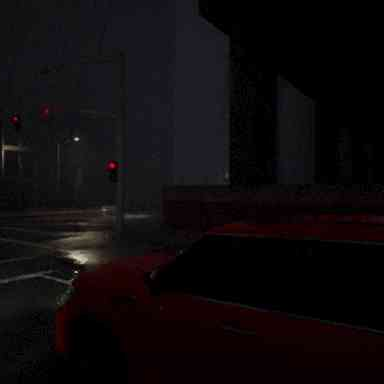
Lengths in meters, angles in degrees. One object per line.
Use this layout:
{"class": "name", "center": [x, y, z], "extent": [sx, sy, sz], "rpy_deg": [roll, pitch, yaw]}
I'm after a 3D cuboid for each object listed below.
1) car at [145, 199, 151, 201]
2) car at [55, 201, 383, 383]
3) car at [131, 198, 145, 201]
{"class": "car", "center": [-2.306, 1.500, 35.504], "extent": [2.128, 1.511, 4.902], "rpy_deg": [0, 0, 36]}
{"class": "car", "center": [1.015, 1.220, 3.229], "extent": [5.566, 2.045, 2.150], "rpy_deg": [0, 0, 36]}
{"class": "car", "center": [-5.889, 1.479, 36.515], "extent": [1.882, 1.535, 5.008], "rpy_deg": [0, 0, 36]}
